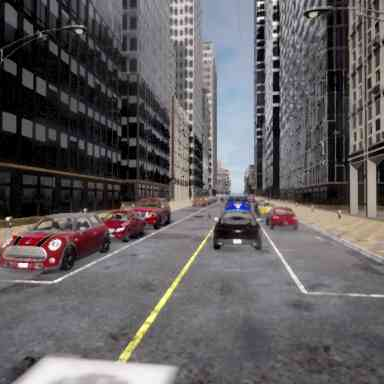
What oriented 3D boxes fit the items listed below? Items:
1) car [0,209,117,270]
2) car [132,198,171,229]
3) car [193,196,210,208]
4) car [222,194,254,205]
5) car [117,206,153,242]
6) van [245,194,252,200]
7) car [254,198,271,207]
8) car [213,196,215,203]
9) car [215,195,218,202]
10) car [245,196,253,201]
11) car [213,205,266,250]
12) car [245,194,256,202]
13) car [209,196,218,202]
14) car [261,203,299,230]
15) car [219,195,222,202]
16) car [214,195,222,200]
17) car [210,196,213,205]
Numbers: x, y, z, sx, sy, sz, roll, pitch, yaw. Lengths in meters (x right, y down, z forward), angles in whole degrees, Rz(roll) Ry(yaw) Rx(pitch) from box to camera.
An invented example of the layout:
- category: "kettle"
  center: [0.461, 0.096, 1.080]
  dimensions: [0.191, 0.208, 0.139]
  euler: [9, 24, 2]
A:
- category: "car"
  center: [-4.245, 1.440, 10.893]
  dimensions: [1.967, 1.590, 4.097]
  euler: [1, 0, 8]
- category: "car"
  center: [-2.701, 1.319, 21.936]
  dimensions: [2.192, 1.841, 5.009]
  euler: [1, 0, 8]
- category: "car"
  center: [1.148, 1.561, 49.544]
  dimensions: [1.887, 1.381, 4.507]
  euler: [1, 0, 8]
- category: "car"
  center: [4.039, 1.267, 29.201]
  dimensions: [2.150, 2.045, 5.566]
  euler: [0, 0, 8]
- category: "car"
  center: [-3.478, 1.584, 16.415]
  dimensions: [1.802, 1.307, 4.206]
  euler: [1, 0, 8]
- category: "van"
  center: [15.631, 1.382, 92.646]
  dimensions: [1.690, 1.788, 3.998]
  euler: [1, 0, 8]
- category: "car"
  center: [7.169, 1.536, 32.056]
  dimensions: [1.752, 1.417, 4.829]
  euler: [1, 0, 8]
- category: "car"
  center: [2.690, 1.567, 60.587]
  dimensions: [1.887, 1.381, 4.507]
  euler: [1, 0, 8]
- category: "car"
  center: [3.461, 1.576, 66.109]
  dimensions: [2.008, 1.369, 4.403]
  euler: [1, 0, 8]
- category: "car"
  center: [14.855, 1.620, 87.124]
  dimensions: [1.802, 1.307, 4.206]
  euler: [1, 0, 8]
- category: "car"
  center: [1.961, 1.519, 14.311]
  dimensions: [1.837, 1.490, 4.892]
  euler: [0, 0, 8]
- category: "car"
  center: [13.318, 1.347, 76.076]
  dimensions: [2.192, 1.841, 5.009]
  euler: [1, 0, 8]
- category: "car"
  center: [5.002, 1.575, 77.152]
  dimensions: [1.887, 1.381, 4.507]
  euler: [1, 0, 8]
- category: "car"
  center: [5.601, 1.587, 20.839]
  dimensions: [1.802, 1.307, 4.206]
  euler: [1, 0, 8]
- category: "car"
  center: [7.658, 1.527, 76.827]
  dimensions: [1.994, 1.385, 4.181]
  euler: [0, 0, 8]
- category: "car"
  center: [7.314, 1.590, 93.717]
  dimensions: [2.008, 1.369, 4.403]
  euler: [1, 0, 8]
- category: "car"
  center: [1.919, 1.570, 55.066]
  dimensions: [2.008, 1.369, 4.403]
  euler: [1, 0, 8]
